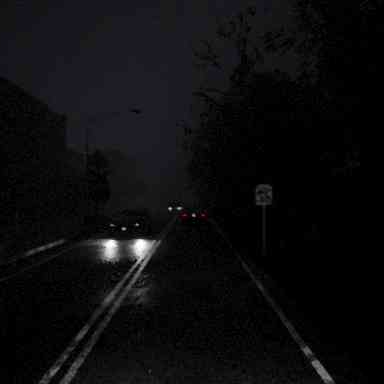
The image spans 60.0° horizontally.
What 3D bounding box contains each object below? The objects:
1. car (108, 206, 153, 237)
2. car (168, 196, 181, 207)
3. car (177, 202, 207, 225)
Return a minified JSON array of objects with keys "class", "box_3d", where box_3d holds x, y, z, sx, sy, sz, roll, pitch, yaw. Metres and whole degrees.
[{"class":"car","box_3d":[-3.332,1.571,18.709,1.837,1.490,4.892,0,0,0]},{"class":"car","box_3d":[-3.120,1.780,61.507,2.150,2.045,5.566,0,-1,1]},{"class":"car","box_3d":[0.131,1.674,25.273,2.033,1.411,5.357,0,-1,0]}]
